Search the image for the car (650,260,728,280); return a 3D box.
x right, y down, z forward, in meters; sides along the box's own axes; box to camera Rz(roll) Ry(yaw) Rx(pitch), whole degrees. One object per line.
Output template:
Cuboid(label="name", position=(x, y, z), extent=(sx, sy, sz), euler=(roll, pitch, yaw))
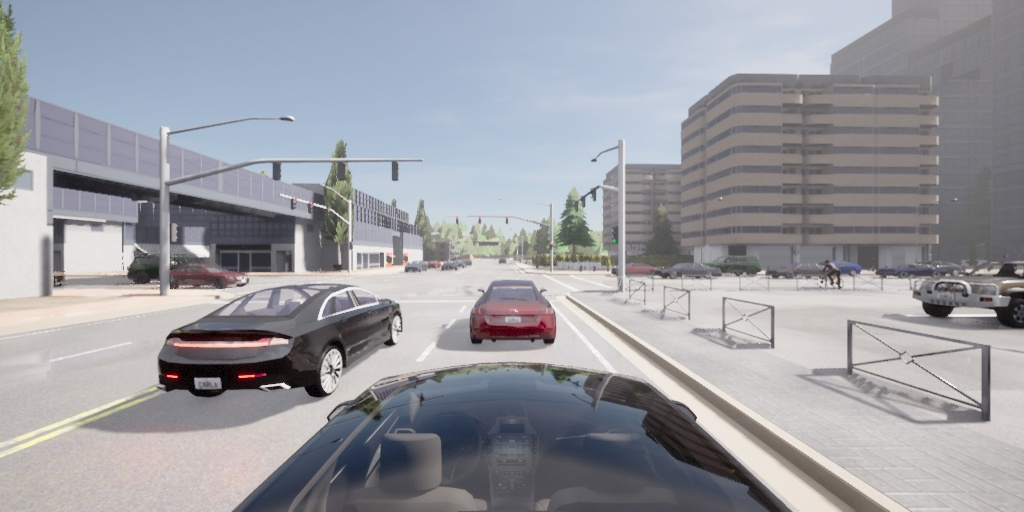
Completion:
Cuboid(label="car", position=(15.238, 1.284, 31.129), extent=(5.357, 1.411, 2.033), euler=(0, 0, -2))

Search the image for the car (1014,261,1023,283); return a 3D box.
Cuboid(label="car", position=(43.303, 1.302, 28.308), extent=(4.181, 1.385, 1.994), euler=(0, 0, -1))

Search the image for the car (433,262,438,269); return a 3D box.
Cuboid(label="car", position=(-11.997, 1.327, 54.028), extent=(1.895, 1.301, 4.718), euler=(0, 0, -1))

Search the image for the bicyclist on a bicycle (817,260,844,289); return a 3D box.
Cuboid(label="bicyclist on a bicycle", position=(17.929, 1.044, 20.221), extent=(0.582, 1.620, 1.656), euler=(0, 0, -2))

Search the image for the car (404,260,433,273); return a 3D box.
Cuboid(label="car", position=(-11.762, 1.278, 44.434), extent=(2.033, 1.411, 5.357), euler=(0, 0, -1))

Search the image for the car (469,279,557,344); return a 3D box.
Cuboid(label="car", position=(0.012, 1.310, 9.575), extent=(1.994, 1.385, 4.181), euler=(0, 0, 0))

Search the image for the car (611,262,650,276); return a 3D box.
Cuboid(label="car", position=(11.749, 1.299, 34.527), extent=(4.181, 1.385, 1.994), euler=(0, 0, -2))

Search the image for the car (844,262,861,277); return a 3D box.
Cuboid(label="car", position=(31.118, 1.213, 35.097), extent=(5.008, 1.535, 1.882), euler=(0, 0, -2))

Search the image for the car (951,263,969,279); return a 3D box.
Cuboid(label="car", position=(41.233, 1.240, 35.359), extent=(4.892, 1.490, 1.837), euler=(0, 0, -1))

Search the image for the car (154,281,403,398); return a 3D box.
Cuboid(label="car", position=(-3.473, 1.239, 6.518), extent=(2.128, 1.511, 4.902), euler=(0, 0, 0))

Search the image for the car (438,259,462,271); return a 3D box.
Cuboid(label="car", position=(-8.359, 1.293, 48.890), extent=(1.994, 1.385, 4.181), euler=(0, 0, -2))

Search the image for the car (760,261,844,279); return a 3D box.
Cuboid(label="car", position=(25.308, 1.284, 31.427), extent=(5.357, 1.411, 2.033), euler=(0, 0, -2))

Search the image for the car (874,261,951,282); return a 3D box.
Cuboid(label="car", position=(35.171, 1.337, 31.708), extent=(4.718, 1.301, 1.895), euler=(0, 0, -2))

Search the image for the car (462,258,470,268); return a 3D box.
Cuboid(label="car", position=(-8.622, 1.271, 59.187), extent=(2.033, 1.411, 5.357), euler=(0, 0, -1))

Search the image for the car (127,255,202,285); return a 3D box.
Cuboid(label="car", position=(-23.941, 0.964, 25.596), extent=(5.566, 2.045, 2.150), euler=(0, 0, -1))

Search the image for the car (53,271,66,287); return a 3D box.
Cuboid(label="car", position=(-30.570, 1.218, 21.941), extent=(5.008, 1.535, 1.882), euler=(0, 0, -1))

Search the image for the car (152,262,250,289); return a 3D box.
Cuboid(label="car", position=(-18.902, 1.266, 22.161), extent=(4.674, 1.442, 1.812), euler=(0, 0, 1))

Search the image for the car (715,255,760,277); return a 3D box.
Cuboid(label="car", position=(21.092, 0.957, 34.806), extent=(5.566, 2.045, 2.150), euler=(0, 0, -2))
